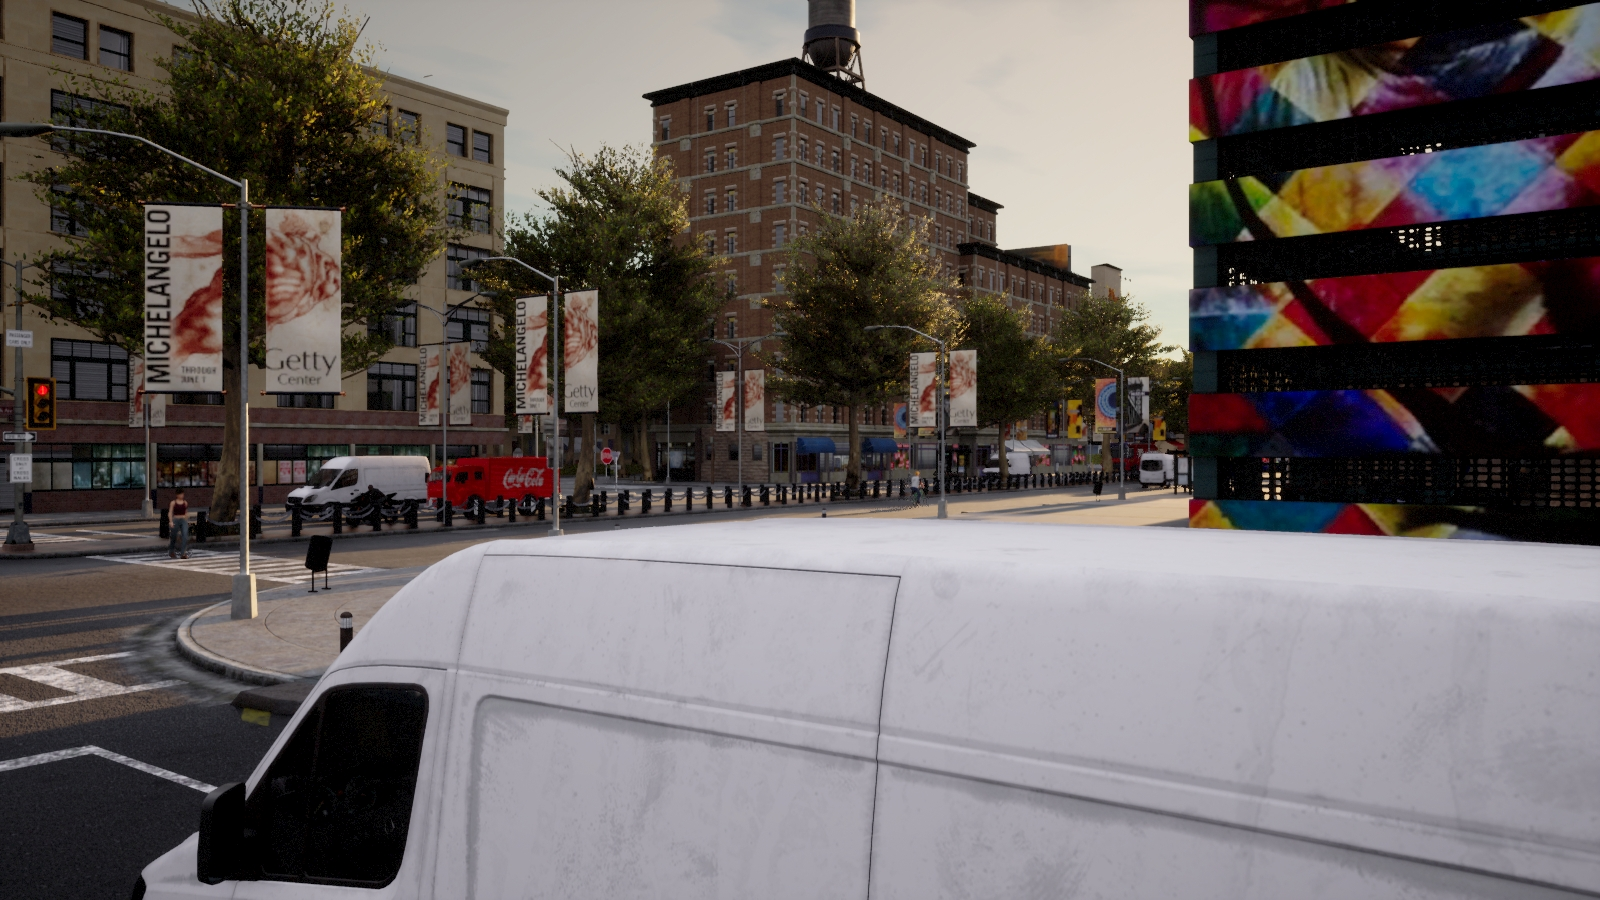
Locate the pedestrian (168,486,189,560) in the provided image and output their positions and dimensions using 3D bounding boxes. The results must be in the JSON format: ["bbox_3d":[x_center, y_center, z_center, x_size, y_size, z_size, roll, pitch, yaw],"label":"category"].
[{"bbox_3d":[-15.916,1.848,29.252,0.375,1.860,0.375,0,0,41],"label":"pedestrian"}]

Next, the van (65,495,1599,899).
[{"bbox_3d":[-0.118,1.534,3.913,5.915,2.561,1.988,0,0,36],"label":"van"}]

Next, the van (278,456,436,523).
[{"bbox_3d":[-18.065,1.534,46.934,1.988,2.561,5.915,0,0,36],"label":"van"}]

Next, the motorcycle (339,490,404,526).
[{"bbox_3d":[-16.269,2.205,43.436,0.867,1.251,2.209,0,0,36],"label":"motorcycle"}]

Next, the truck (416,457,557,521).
[{"bbox_3d":[-13.076,1.565,47.908,2.627,2.467,5.204,0,0,36],"label":"truck"}]
